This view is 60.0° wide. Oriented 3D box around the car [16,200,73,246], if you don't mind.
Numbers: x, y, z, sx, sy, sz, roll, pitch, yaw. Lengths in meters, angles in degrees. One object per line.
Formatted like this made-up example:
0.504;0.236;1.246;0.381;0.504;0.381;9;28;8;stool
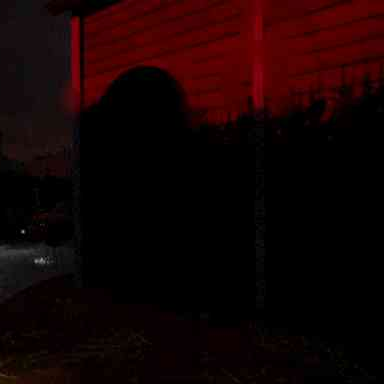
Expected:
-5.707;1.388;16.693;2.150;2.045;5.566;-1;-1;37;car
